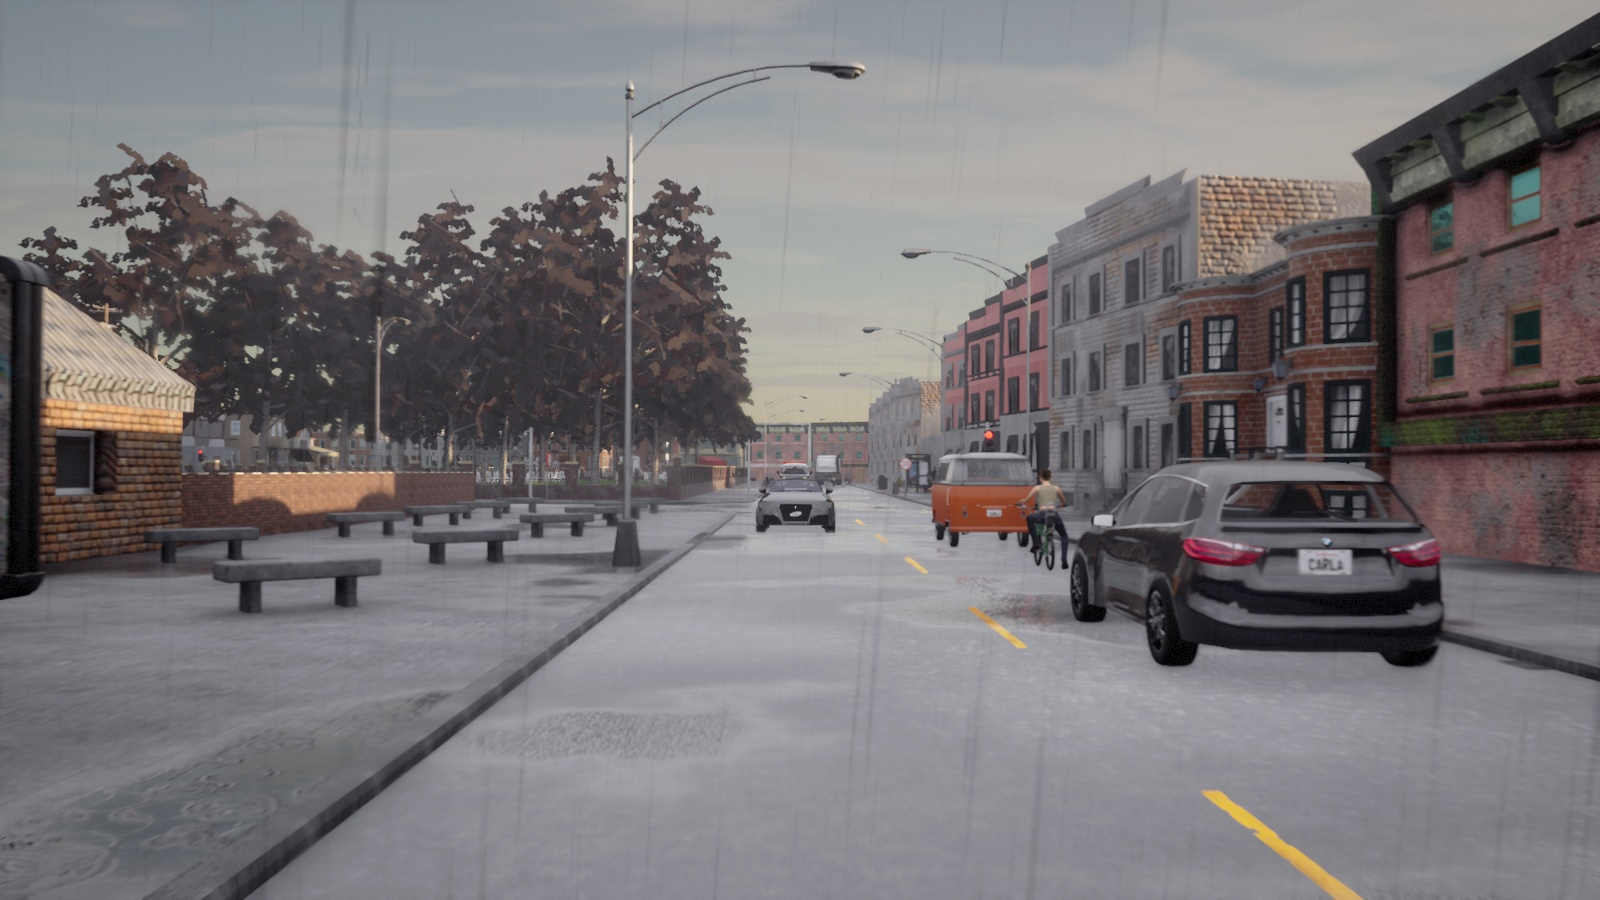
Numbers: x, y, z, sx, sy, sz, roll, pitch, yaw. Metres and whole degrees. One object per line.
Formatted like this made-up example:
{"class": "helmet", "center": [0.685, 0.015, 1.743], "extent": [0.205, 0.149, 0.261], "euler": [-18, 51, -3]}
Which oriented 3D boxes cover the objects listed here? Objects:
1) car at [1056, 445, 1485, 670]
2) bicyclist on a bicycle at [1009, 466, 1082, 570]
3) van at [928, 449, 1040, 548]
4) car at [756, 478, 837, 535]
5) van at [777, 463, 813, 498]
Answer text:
{"class": "car", "center": [3.969, 0.838, 11.656], "extent": [2.242, 1.667, 4.611], "euler": [0, -1, 0]}
{"class": "bicyclist on a bicycle", "center": [3.952, 1.076, 20.339], "extent": [0.866, 1.612, 1.509], "euler": [0, -1, -1]}
{"class": "van", "center": [3.927, 1.012, 27.488], "extent": [1.775, 1.987, 4.442], "euler": [0, -1, 0]}
{"class": "car", "center": [-0.095, 1.430, 32.908], "extent": [1.994, 1.385, 4.181], "euler": [0, -1, 0]}
{"class": "van", "center": [-0.293, 1.797, 75.104], "extent": [2.069, 2.038, 4.480], "euler": [0, -1, 0]}
